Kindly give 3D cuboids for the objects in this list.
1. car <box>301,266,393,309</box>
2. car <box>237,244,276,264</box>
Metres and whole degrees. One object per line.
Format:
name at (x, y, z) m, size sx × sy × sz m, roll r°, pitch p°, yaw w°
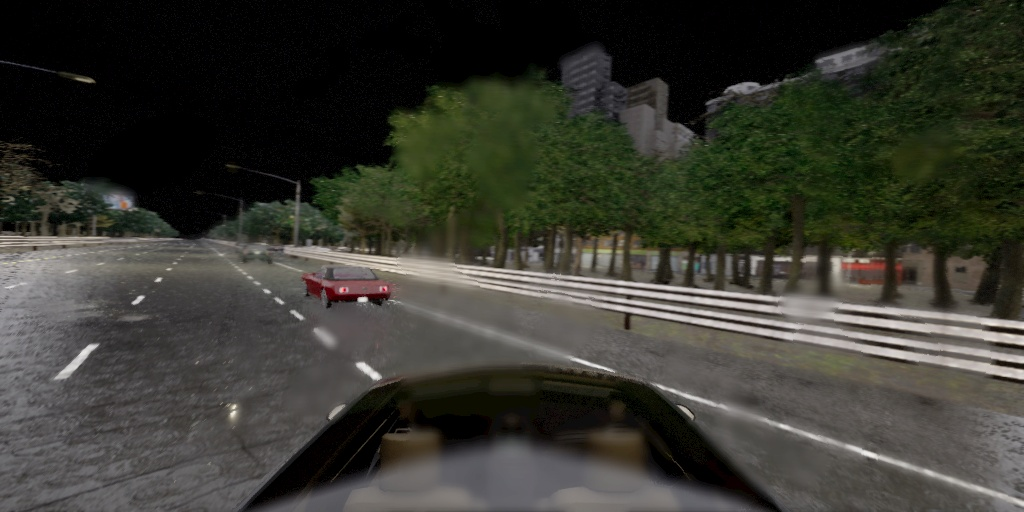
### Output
car at (-6.073, 0.990, 12.844) m, size 1.895 × 1.301 × 4.718 m, roll 3°, pitch 0°, yaw -41°
car at (-23.714, -0.246, 33.157) m, size 2.097 × 1.767 × 4.553 m, roll 3°, pitch 0°, yaw -41°
